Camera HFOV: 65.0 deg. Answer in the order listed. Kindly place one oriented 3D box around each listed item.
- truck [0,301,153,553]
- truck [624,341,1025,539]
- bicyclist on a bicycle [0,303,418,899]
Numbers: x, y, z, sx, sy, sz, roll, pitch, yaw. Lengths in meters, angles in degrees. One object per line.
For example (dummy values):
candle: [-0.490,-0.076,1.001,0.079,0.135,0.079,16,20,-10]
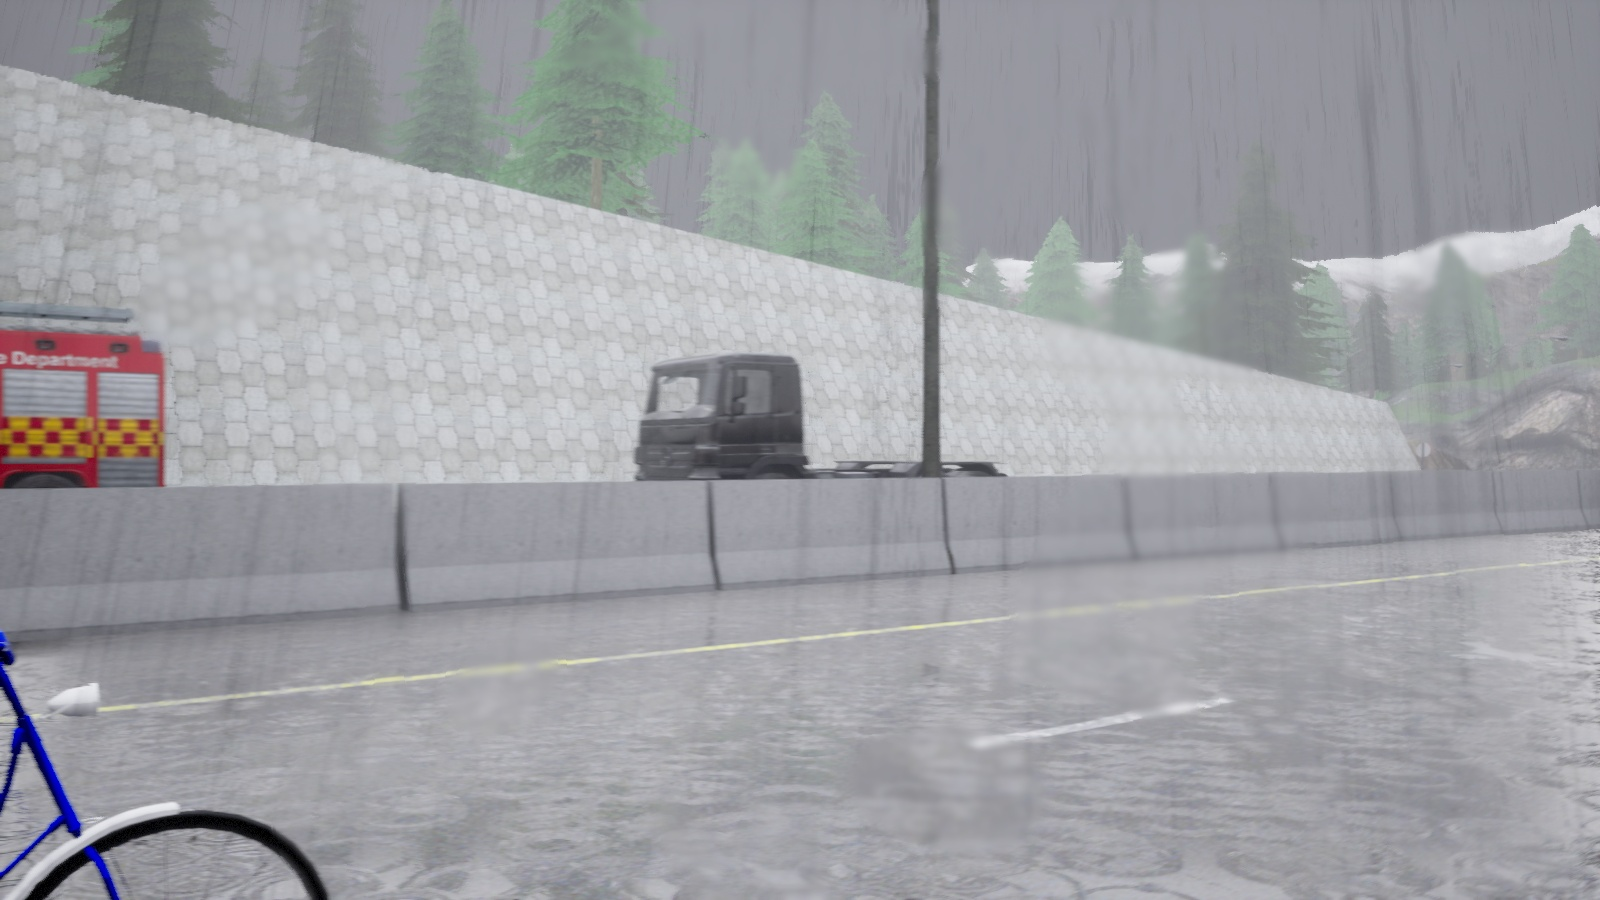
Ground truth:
truck: [-14.730,-0.342,18.997,8.468,3.827,2.891,0,0,-35]
truck: [0.672,-0.176,25.452,7.936,3.462,2.891,0,0,-35]
bicyclist on a bicycle: [-1.764,0.625,2.431,1.843,1.776,0.659,0,0,-35]
